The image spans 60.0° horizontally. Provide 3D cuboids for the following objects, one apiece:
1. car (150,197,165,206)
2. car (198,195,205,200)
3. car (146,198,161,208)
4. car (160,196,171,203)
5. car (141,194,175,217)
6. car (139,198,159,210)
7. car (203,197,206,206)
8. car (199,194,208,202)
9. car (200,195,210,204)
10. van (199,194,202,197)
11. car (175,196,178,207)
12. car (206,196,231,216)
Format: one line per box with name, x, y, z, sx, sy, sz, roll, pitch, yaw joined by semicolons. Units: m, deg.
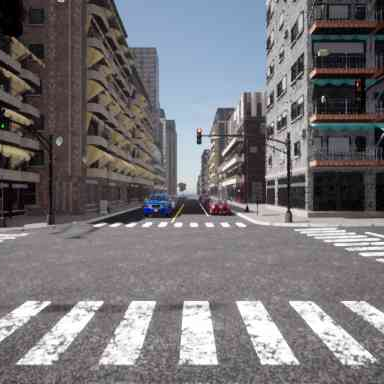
car;-5.667;1.579;55.182;1.947;1.339;4.313;0;0;0
car;2.727;1.584;93.917;1.887;1.381;4.507;0;0;0
car;-5.669;1.592;49.647;1.802;1.307;4.206;0;0;0
car;-5.661;1.567;71.784;1.887;1.381;4.507;0;0;0
car;-3.087;1.227;31.190;2.150;2.045;5.566;0;0;0
car;-5.672;1.559;44.113;2.008;1.369;4.403;0;0;0
car;2.707;1.558;38.575;2.008;1.369;4.403;0;0;0
car;2.715;1.597;60.712;1.802;1.307;4.206;0;0;0
car;2.713;1.595;55.178;1.802;1.307;4.206;0;0;0
van;2.718;1.360;66.247;1.690;1.788;3.998;0;0;0
car;-3.084;1.534;41.506;1.812;1.442;4.674;0;0;0
car;2.705;1.446;33.041;1.967;1.590;4.097;0;0;0
